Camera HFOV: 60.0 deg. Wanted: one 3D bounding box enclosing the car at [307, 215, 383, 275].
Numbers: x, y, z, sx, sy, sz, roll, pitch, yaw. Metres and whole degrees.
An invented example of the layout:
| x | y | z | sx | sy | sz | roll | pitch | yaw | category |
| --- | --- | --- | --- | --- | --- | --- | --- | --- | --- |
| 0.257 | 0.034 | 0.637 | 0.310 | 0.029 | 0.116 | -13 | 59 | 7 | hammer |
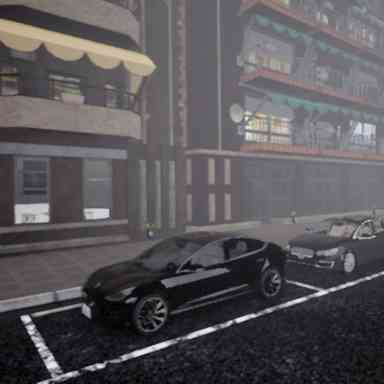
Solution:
| x | y | z | sx | sy | sz | roll | pitch | yaw | category |
| --- | --- | --- | --- | --- | --- | --- | --- | --- | --- |
| 4.585 | 1.405 | 9.828 | 4.403 | 1.369 | 2.008 | -1 | 1 | -35 | car |

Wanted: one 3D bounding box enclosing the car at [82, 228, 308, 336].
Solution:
| x | y | z | sx | sy | sz | roll | pitch | yaw | category |
| --- | --- | --- | --- | --- | --- | --- | --- | --- | --- |
| 0.077 | 1.506 | 6.613 | 4.313 | 1.339 | 1.947 | -1 | 1 | -35 | car |
